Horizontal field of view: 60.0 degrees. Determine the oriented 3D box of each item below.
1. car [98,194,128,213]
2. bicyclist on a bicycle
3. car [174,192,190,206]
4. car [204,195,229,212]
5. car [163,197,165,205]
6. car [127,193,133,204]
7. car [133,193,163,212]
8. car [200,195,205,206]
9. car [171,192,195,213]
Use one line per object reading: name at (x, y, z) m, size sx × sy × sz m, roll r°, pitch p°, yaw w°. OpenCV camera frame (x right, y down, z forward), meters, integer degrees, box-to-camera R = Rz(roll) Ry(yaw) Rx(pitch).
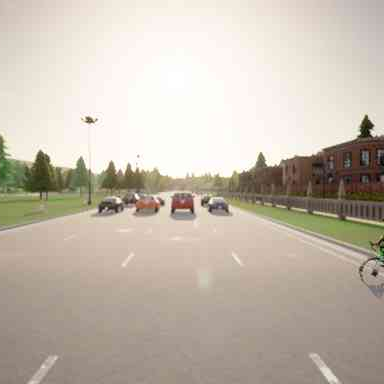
car at (-7.918, 1.242, 32.951) m, size 1.837 × 1.490 × 4.892 m, roll 0°, pitch 0°, yaw -1°
bicyclist on a bicycle at (4.602, 1.361, 7.524) m, size 1.656 × 1.620 × 0.582 m, roll 0°, pitch 0°, yaw -2°
car at (-1.350, 0.977, 46.824) m, size 2.097 × 1.767 × 4.553 m, roll 0°, pitch 1°, yaw -1°
car at (2.572, 1.255, 33.546) m, size 1.812 × 1.442 × 4.674 m, roll 0°, pitch 1°, yaw -1°
car at (-4.838, 1.193, 46.249) m, size 1.994 × 1.385 × 4.181 m, roll 0°, pitch 0°, yaw -1°
car at (-8.339, 0.984, 46.271) m, size 2.097 × 1.767 × 4.553 m, roll 0°, pitch 1°, yaw -1°
car at (-4.449, 1.078, 34.299) m, size 2.097 × 1.767 × 4.553 m, roll 0°, pitch 0°, yaw -1°
car at (2.164, 1.132, 46.162) m, size 1.837 × 1.490 × 4.892 m, roll 0°, pitch 0°, yaw -1°
car at (-0.909, 0.961, 32.665) m, size 2.150 × 2.045 × 5.566 m, roll 0°, pitch 1°, yaw -1°
